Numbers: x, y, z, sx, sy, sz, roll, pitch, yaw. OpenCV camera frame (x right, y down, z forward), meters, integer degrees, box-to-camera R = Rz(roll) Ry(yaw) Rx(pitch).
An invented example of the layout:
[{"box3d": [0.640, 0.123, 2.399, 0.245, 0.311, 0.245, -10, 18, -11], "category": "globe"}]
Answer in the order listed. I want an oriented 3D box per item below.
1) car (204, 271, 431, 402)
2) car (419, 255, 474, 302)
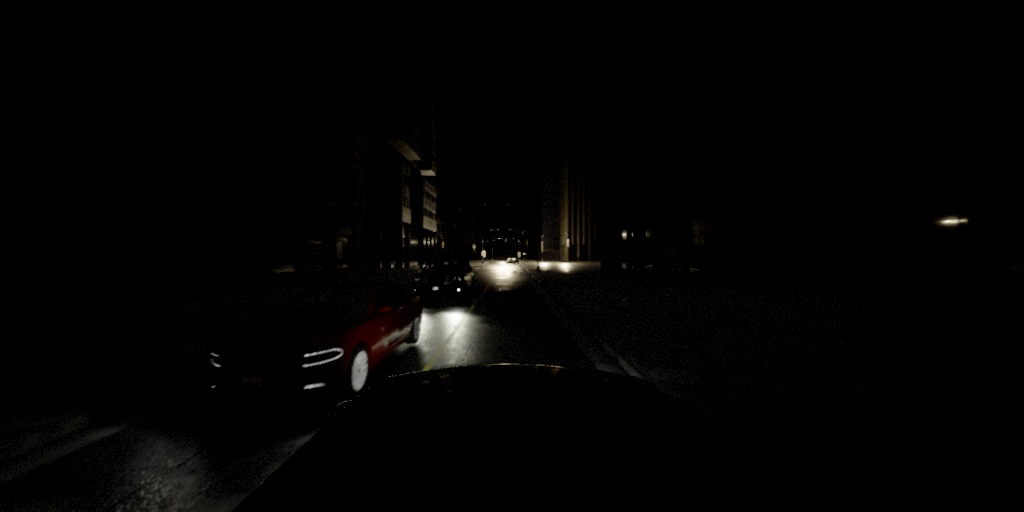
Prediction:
[{"box3d": [-3.108, 1.232, 6.787, 1.882, 1.535, 5.008, 0, 0, 0], "category": "car"}, {"box3d": [-3.127, 0.966, 17.448, 2.150, 2.045, 5.566, 0, 0, 0], "category": "car"}]
